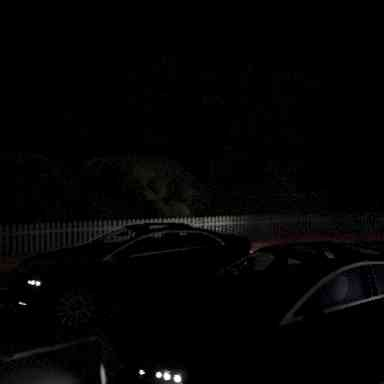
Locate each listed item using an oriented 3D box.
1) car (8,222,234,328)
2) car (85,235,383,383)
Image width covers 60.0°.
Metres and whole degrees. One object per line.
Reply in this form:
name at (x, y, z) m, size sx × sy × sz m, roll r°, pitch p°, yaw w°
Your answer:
car at (-0.957, 1.415, 6.798) m, size 4.902 × 1.511 × 2.128 m, roll 0°, pitch 1°, yaw -28°
car at (1.400, 1.448, 4.140) m, size 4.902 × 1.511 × 2.128 m, roll 0°, pitch 1°, yaw -25°
